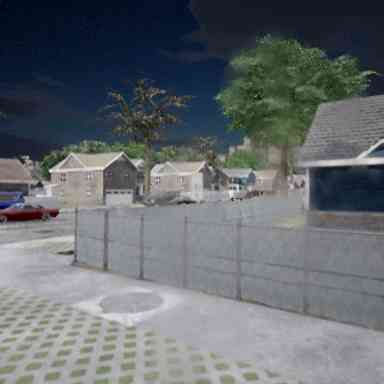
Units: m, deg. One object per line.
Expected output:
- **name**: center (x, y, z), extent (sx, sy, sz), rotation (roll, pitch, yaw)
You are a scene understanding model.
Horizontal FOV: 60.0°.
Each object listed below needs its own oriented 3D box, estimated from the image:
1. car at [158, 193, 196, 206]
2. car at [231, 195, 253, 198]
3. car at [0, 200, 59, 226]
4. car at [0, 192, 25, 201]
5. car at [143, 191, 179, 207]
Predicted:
- **car**: center (-1.202, 1.156, 37.381), extent (1.882, 1.535, 5.008), rotation (0, 1, 34)
- **car**: center (7.663, 0.656, 50.583), extent (2.033, 1.411, 5.357), rotation (0, 1, 34)
- **car**: center (-11.403, 1.410, 22.004), extent (1.895, 1.301, 4.718), rotation (0, 0, 33)
- **car**: center (-14.451, 1.033, 23.292), extent (2.150, 2.045, 5.566), rotation (0, 1, 33)
- **car**: center (-3.409, 0.895, 39.932), extent (2.150, 2.045, 5.566), rotation (0, 1, 34)
